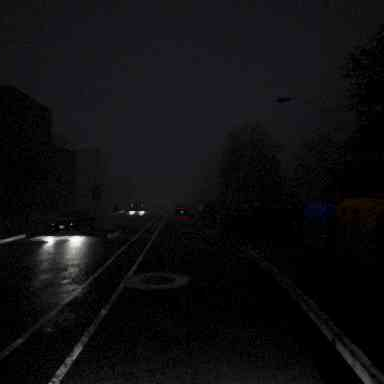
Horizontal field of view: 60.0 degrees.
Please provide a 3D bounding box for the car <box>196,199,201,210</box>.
[{"bbox_3d":[3.810,2.285,49.414,5.366,1.575,1.946,1,-1,-23],"label":"car"}]

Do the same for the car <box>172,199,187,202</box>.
[{"bbox_3d":[-2.241,2.533,61.133,1.994,1.385,4.181,0,-1,-3],"label":"car"}]

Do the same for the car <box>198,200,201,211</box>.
[{"bbox_3d":[3.787,2.268,46.395,4.792,1.488,2.163,1,-1,-22],"label":"car"}]

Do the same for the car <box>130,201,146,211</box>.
[{"bbox_3d":[-8.871,2.236,54.721,2.097,1.767,4.553,0,-1,-2],"label":"car"}]

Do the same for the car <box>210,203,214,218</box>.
[{"bbox_3d":[4.470,1.858,25.593,5.366,1.575,1.946,1,-1,-23],"label":"car"}]

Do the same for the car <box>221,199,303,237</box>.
[{"bbox_3d":[4.903,1.499,19.787,5.566,2.045,2.435,1,-2,-22],"label":"car"}]

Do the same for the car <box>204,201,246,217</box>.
[{"bbox_3d":[4.039,2.014,40.476,4.553,1.767,2.185,1,-1,-22],"label":"car"}]

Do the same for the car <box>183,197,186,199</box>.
[{"bbox_3d":[0.938,2.744,87.757,5.366,1.575,1.946,1,0,-25],"label":"car"}]

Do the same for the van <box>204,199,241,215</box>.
[{"bbox_3d":[3.991,1.965,43.477,4.442,1.987,1.878,1,-1,-22],"label":"van"}]

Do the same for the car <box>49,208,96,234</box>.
[{"bbox_3d":[-7.545,1.809,21.420,1.837,1.490,4.892,0,-1,-2],"label":"car"}]

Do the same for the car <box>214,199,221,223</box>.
[{"bbox_3d":[4.733,1.555,22.710,5.566,2.045,2.435,1,-1,-22],"label":"car"}]

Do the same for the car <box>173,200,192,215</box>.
[{"bbox_3d":[-1.294,2.200,42.829,1.837,1.490,4.892,0,-1,-2],"label":"car"}]

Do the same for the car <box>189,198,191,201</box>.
[{"bbox_3d":[2.513,2.564,70.112,5.008,1.535,2.097,1,-1,-24],"label":"car"}]

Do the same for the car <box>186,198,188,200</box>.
[{"bbox_3d":[1.622,2.730,81.920,4.674,1.452,2.002,1,-1,-25],"label":"car"}]

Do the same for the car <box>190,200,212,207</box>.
[{"bbox_3d":[2.086,2.670,76.036,4.674,1.452,2.002,1,-1,-24],"label":"car"}]

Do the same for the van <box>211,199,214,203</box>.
[{"bbox_3d":[4.489,1.756,31.646,4.442,1.987,1.878,1,-1,-22],"label":"van"}]

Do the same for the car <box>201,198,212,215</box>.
[{"bbox_3d":[4.289,1.783,34.566,5.566,2.045,2.435,1,-1,-22],"label":"car"}]

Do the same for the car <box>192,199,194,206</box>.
[{"bbox_3d":[2.898,2.532,64.179,4.674,1.452,2.002,1,-1,-24],"label":"car"}]

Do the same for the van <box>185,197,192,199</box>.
[{"bbox_3d":[1.269,2.492,84.829,4.442,1.987,1.878,1,0,-25],"label":"van"}]

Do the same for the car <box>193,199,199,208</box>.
[{"bbox_3d":[3.340,2.324,52.238,5.366,1.575,1.946,1,-1,-23],"label":"car"}]

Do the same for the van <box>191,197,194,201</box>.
[{"bbox_3d":[2.822,2.305,67.201,4.442,1.987,1.878,1,-1,-24],"label":"van"}]
